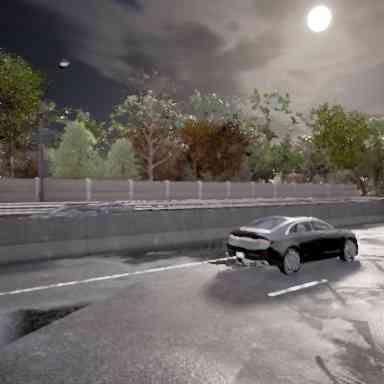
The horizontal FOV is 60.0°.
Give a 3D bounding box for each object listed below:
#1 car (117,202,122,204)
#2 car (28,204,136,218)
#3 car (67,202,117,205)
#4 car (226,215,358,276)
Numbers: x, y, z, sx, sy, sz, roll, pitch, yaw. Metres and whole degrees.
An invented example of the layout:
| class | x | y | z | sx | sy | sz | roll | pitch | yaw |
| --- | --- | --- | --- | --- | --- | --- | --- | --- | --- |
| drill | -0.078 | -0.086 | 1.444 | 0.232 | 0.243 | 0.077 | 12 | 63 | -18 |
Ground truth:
| class | x | y | z | sx | sy | sz | roll | pitch | yaw |
| --- | --- | --- | --- | --- | --- | --- | --- | --- | --- |
| car | -6.643 | 1.483 | 25.045 | 4.902 | 1.511 | 2.128 | 0 | 0 | -35 |
| car | -5.859 | 1.543 | 17.007 | 5.357 | 1.411 | 2.033 | 0 | 0 | -35 |
| car | -7.374 | 1.501 | 20.226 | 4.892 | 1.490 | 1.837 | 0 | 0 | -36 |
| car | 3.272 | 1.478 | 10.376 | 4.902 | 1.511 | 2.128 | 0 | 0 | -36 |
